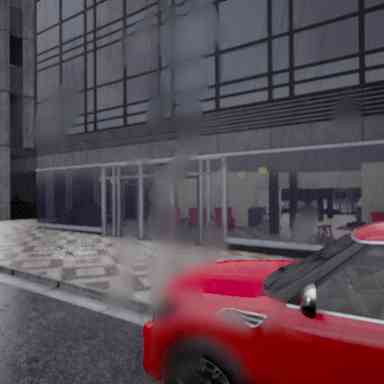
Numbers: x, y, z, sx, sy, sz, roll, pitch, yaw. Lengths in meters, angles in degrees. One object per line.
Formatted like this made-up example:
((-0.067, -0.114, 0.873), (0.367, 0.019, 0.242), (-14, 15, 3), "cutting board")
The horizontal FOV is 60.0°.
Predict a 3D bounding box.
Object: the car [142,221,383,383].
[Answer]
((2.135, 1.229, 2.812), (5.566, 2.045, 2.150), (0, 0, 34), "car")
